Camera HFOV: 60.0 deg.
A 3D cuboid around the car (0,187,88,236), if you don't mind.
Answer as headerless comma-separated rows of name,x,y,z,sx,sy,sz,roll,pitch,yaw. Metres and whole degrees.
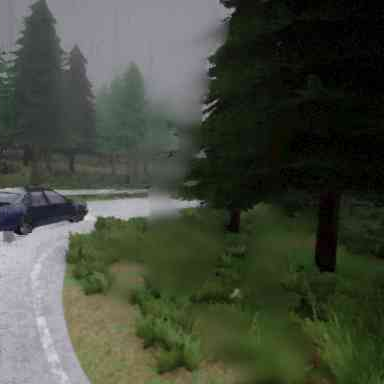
car,-5.650,0.548,11.636,2.033,1.411,5.357,4,3,11
